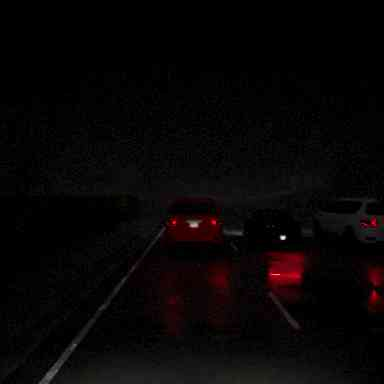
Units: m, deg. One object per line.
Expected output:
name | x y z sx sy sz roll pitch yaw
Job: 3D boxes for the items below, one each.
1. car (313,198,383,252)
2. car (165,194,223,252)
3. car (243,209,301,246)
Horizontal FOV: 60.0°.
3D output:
car | 7.085 1.260 14.259 2.150 2.045 5.566 0 0 0
car | 0.085 1.260 14.276 2.150 2.045 5.566 0 0 0
car | 3.586 1.547 15.502 1.837 1.490 4.892 0 0 0
